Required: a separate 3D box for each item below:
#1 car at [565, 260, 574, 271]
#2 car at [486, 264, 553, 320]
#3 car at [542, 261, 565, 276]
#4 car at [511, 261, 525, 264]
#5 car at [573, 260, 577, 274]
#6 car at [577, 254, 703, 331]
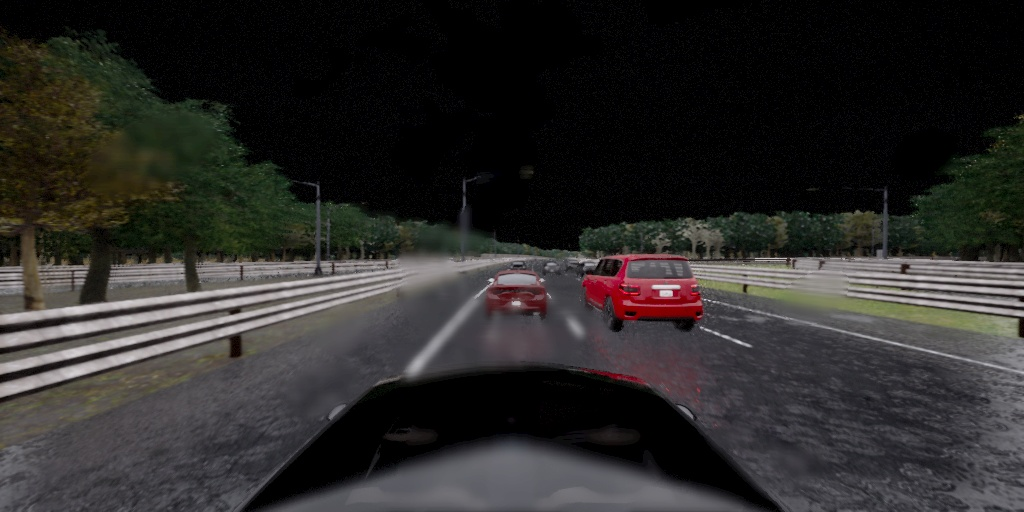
[{"bbox_3d":[8.075,1.281,48.057,1.837,1.490,4.892,0,1,3],"label":"car"},{"bbox_3d":[0.179,1.230,12.715,1.882,1.535,5.008,0,0,1],"label":"car"},{"bbox_3d":[4.157,1.289,37.677,1.812,1.442,4.674,0,0,3],"label":"car"},{"bbox_3d":[0.672,1.268,37.958,1.837,1.490,4.892,0,1,3],"label":"car"},{"bbox_3d":[7.572,1.291,35.663,1.812,1.442,4.674,0,0,2],"label":"car"},{"bbox_3d":[3.659,0.975,11.126,2.150,2.045,5.566,0,0,1],"label":"car"}]
